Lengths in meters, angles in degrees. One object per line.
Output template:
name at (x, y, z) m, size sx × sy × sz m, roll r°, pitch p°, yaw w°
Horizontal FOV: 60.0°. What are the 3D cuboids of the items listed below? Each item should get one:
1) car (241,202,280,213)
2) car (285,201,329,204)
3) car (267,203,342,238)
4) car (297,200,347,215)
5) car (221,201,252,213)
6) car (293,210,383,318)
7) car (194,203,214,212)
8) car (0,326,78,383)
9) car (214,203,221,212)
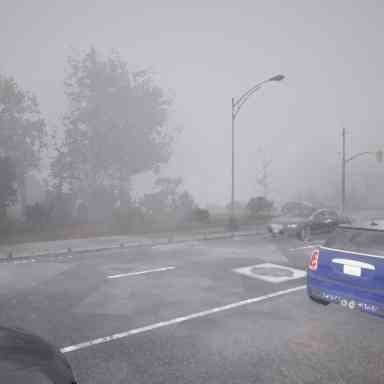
car at (9.374, 2.126, 45.995) m, size 2.033 × 1.411 × 5.357 m, roll 0°, pitch -3°, yaw -32°
car at (11.712, 1.724, 35.734) m, size 1.837 × 1.490 × 4.892 m, roll 0°, pitch -1°, yaw -29°
car at (5.868, 1.516, 16.576) m, size 4.902 × 1.511 × 2.128 m, roll 0°, pitch 0°, yaw -34°
car at (14.608, 1.721, 37.637) m, size 2.128 × 1.511 × 4.902 m, roll 0°, pitch -2°, yaw -33°
car at (6.387, 1.924, 44.173) m, size 2.097 × 1.767 × 4.553 m, roll 0°, pitch -3°, yaw -32°
car at (4.470, 1.361, 6.892) m, size 4.553 × 1.767 × 2.097 m, roll 0°, pitch 0°, yaw -35°
car at (1.040, 2.608, 52.711) m, size 1.812 × 1.442 × 4.674 m, roll 0°, pitch -3°, yaw -32°
car at (-3.060, 1.492, 1.563) m, size 4.902 × 1.511 × 2.128 m, roll 0°, pitch 0°, yaw -36°
car at (3.838, 2.599, 54.834) m, size 2.128 × 1.511 × 4.902 m, roll 0°, pitch -3°, yaw -32°
